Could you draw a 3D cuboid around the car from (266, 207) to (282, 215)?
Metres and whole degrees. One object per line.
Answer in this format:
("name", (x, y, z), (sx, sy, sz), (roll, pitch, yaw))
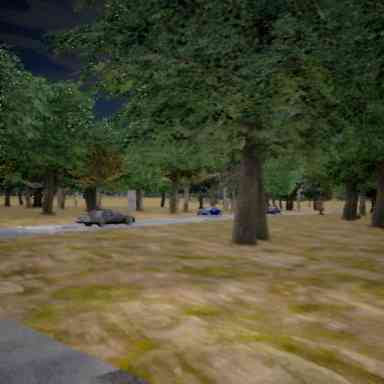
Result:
("car", (15.303, 3.498, 62.237), (1.837, 1.490, 4.892), (-1, -3, 33))

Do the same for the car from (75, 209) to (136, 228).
("car", (-7.118, 2.165, 27.866), (2.033, 1.411, 5.357), (-1, -2, 33))

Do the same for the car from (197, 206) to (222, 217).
("car", (2.532, 2.815, 48.308), (1.882, 1.535, 5.008), (-1, -2, 33))
